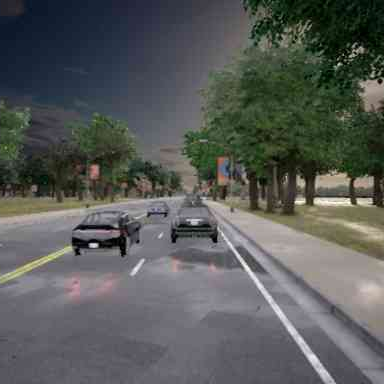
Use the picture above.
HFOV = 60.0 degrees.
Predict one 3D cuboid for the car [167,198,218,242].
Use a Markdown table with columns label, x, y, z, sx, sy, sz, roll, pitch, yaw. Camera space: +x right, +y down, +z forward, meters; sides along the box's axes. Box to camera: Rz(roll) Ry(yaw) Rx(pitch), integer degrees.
| label | x | y | z | sx | sy | sz | roll | pitch | yaw |
| --- | --- | --- | --- | --- | --- | --- | --- | --- | --- |
| car | 0.105 | 1.359 | 16.450 | 2.097 | 1.767 | 4.553 | 0 | 0 | 0 |

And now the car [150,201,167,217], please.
| label | x | y | z | sx | sy | sz | roll | pitch | yaw |
| --- | --- | --- | --- | --- | --- | --- | --- | --- | --- |
| car | -3.140 | 1.603 | 31.697 | 2.033 | 1.411 | 5.357 | 0 | 0 | 0 |

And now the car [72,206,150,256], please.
| label | x | y | z | sx | sy | sz | roll | pitch | yaw |
| --- | --- | --- | --- | --- | --- | --- | --- | --- | --- |
| car | -3.146 | 1.493 | 13.088 | 2.128 | 1.511 | 4.902 | 0 | 0 | 0 |

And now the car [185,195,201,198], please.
| label | x | y | z | sx | sy | sz | roll | pitch | yaw |
| --- | --- | --- | --- | --- | --- | --- | --- | --- | --- |
| car | 0.110 | 1.312 | 38.700 | 2.150 | 2.045 | 5.566 | 0 | 0 | 0 |
